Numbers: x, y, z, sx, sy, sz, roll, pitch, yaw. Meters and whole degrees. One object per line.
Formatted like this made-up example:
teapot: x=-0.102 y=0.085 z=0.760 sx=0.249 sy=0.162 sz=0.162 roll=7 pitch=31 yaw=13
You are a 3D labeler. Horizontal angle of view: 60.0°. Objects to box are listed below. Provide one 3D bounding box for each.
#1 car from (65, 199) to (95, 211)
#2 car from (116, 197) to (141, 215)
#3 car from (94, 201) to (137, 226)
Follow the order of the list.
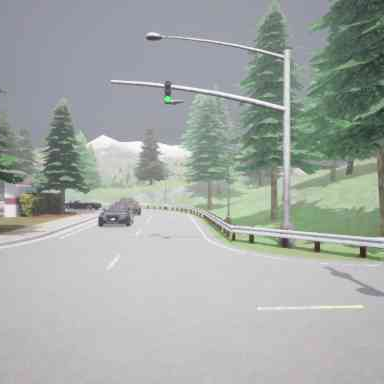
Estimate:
car: x=-13.303 y=1.546 z=39.993 sx=4.718 sy=1.301 sz=1.895 roll=0 pitch=0 yaw=12
car: x=-6.387 y=1.304 z=32.559 sx=2.097 sy=1.767 sz=4.553 roll=0 pitch=0 yaw=-22
car: x=-5.113 y=1.529 z=22.816 sx=1.994 sy=1.385 sz=4.181 roll=0 pitch=0 yaw=-5
